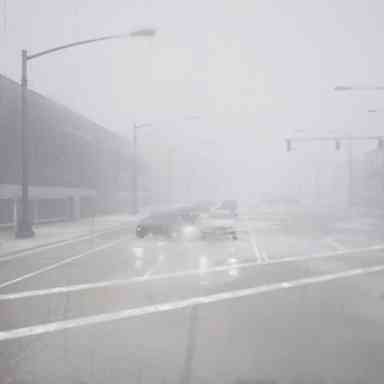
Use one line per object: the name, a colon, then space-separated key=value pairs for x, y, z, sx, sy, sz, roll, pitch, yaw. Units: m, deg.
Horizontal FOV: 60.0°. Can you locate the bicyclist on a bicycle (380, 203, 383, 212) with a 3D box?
bicyclist on a bicycle: x=20.490 y=1.331 z=34.699 sx=1.656 sy=1.620 sz=0.582 roll=-1 pitch=0 yaw=8

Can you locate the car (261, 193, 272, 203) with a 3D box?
car: x=16.023 y=1.257 z=70.761 sx=2.150 sy=2.045 sz=5.566 roll=-1 pitch=-2 yaw=8

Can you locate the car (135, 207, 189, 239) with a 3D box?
car: x=-1.768 y=1.858 z=19.822 sx=2.033 sy=1.411 sz=5.357 roll=-1 pitch=-1 yaw=8

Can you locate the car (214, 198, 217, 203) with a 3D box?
car: x=3.083 y=1.678 z=54.453 sx=1.812 sy=1.442 sz=4.674 roll=-1 pitch=0 yaw=8

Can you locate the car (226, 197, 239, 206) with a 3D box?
car: x=6.954 y=1.663 z=56.768 sx=1.994 sy=1.385 sz=4.181 roll=-1 pitch=0 yaw=8

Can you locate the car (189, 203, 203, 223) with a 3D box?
car: x=-0.449 y=1.971 z=29.231 sx=1.895 sy=1.301 sz=4.718 roll=-1 pitch=0 yaw=8

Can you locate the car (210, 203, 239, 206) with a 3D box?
car: x=2.901 y=1.879 z=27.831 sx=1.994 sy=1.385 sz=4.181 roll=-1 pitch=0 yaw=9

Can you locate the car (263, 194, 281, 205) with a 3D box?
car: x=14.643 y=1.548 z=60.801 sx=1.812 sy=1.442 sz=4.674 roll=-1 pitch=-1 yaw=8

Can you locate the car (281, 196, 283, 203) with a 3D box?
car: x=19.489 y=1.502 z=70.239 sx=2.128 sy=1.511 sz=4.902 roll=-1 pitch=-2 yaw=8

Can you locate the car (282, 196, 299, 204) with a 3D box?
car: x=18.109 y=1.533 z=60.317 sx=1.994 sy=1.385 sz=4.181 roll=-1 pitch=-1 yaw=8

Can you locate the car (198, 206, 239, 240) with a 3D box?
car: x=1.662 y=1.776 z=18.968 sx=1.812 sy=1.442 sz=4.674 roll=-1 pitch=-1 yaw=8

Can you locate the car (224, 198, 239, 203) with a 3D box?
car: x=4.853 y=1.702 z=41.909 sx=1.882 sy=1.535 sz=5.008 roll=-1 pitch=0 yaw=8

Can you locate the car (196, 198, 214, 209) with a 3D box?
car: x=1.283 y=1.765 z=41.650 sx=1.882 sy=1.535 sz=5.008 roll=-1 pitch=1 yaw=8
